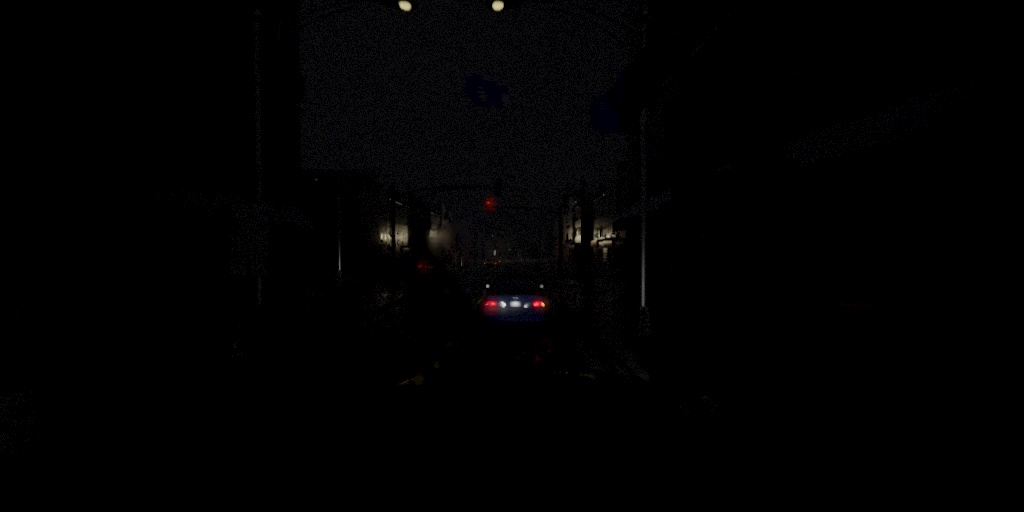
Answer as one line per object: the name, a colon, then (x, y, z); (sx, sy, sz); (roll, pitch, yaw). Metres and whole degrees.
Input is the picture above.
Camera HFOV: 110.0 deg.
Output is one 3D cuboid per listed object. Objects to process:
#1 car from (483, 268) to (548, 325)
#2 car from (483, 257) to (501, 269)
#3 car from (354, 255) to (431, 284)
car: (0.088, 1.276, 11.664); (2.033, 1.411, 5.357); (0, 0, 0)
car: (-2.844, 0.976, 49.092); (1.882, 1.535, 5.008); (0, 1, 0)
car: (-8.983, 0.988, 27.128); (5.566, 2.045, 2.150); (-1, 0, 5)
